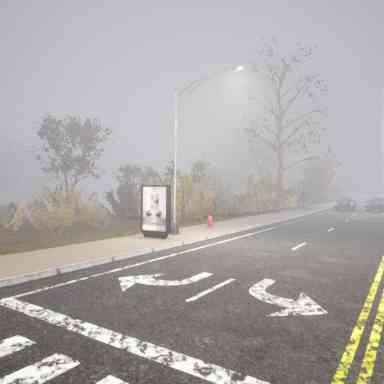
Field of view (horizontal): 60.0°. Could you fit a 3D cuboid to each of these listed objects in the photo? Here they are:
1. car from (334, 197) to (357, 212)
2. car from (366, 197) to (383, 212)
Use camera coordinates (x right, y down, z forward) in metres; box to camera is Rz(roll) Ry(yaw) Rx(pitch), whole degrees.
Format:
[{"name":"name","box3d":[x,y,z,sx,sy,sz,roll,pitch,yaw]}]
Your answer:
[{"name":"car","box3d":[18.466,1.389,39.926,2.097,1.767,4.553,0,0,30]},{"name":"car","box3d":[21.280,1.392,38.300,2.097,1.767,4.553,0,0,30]}]
